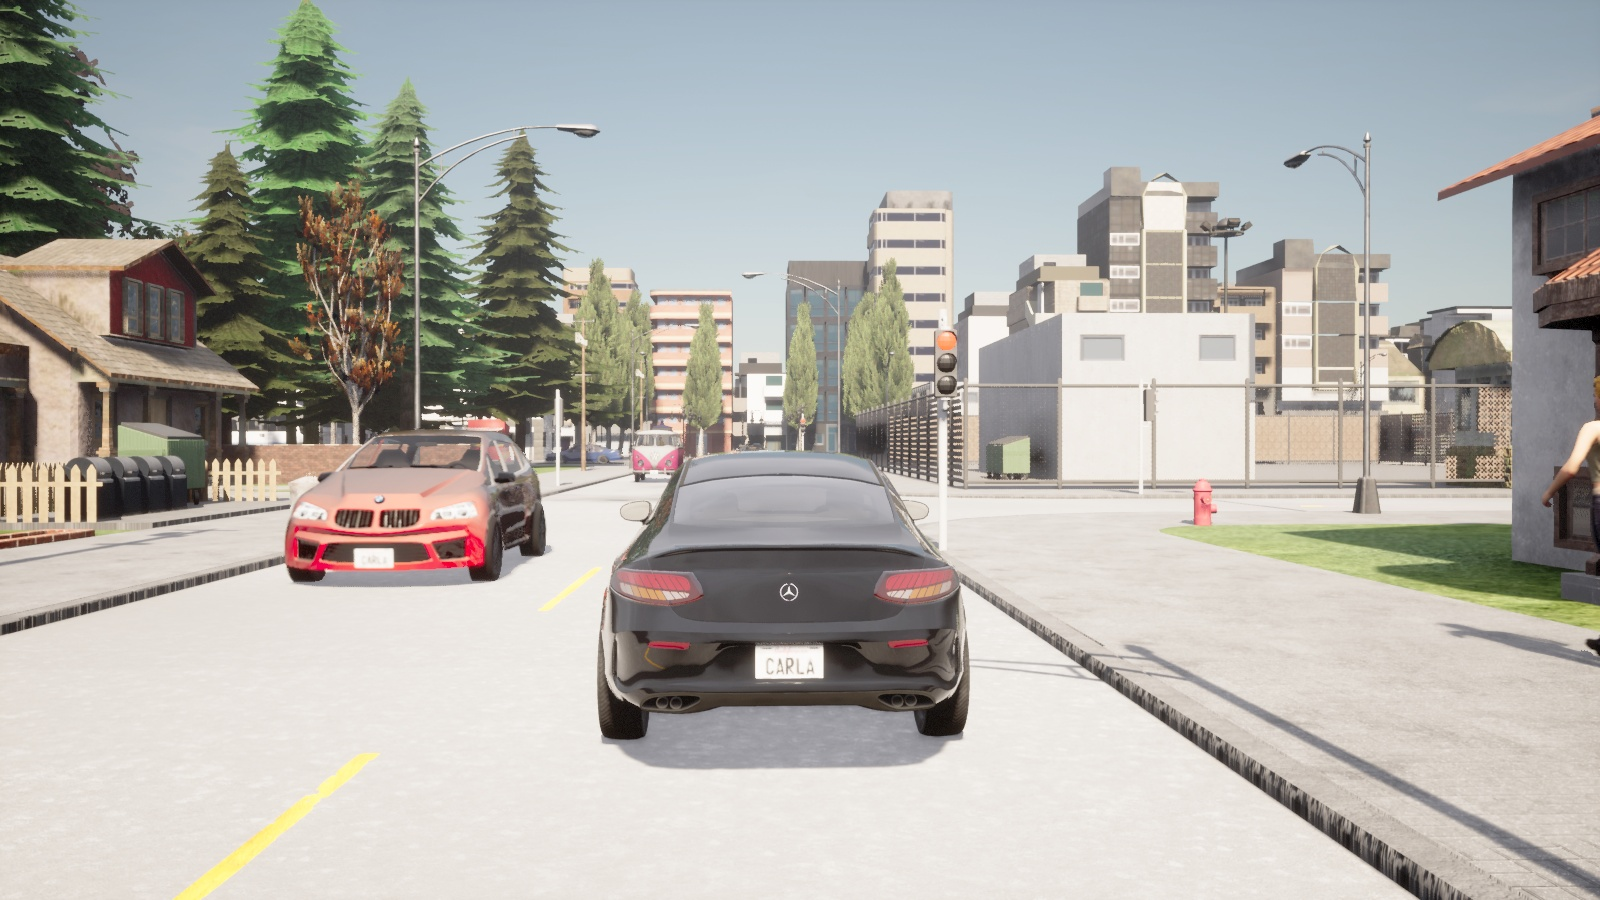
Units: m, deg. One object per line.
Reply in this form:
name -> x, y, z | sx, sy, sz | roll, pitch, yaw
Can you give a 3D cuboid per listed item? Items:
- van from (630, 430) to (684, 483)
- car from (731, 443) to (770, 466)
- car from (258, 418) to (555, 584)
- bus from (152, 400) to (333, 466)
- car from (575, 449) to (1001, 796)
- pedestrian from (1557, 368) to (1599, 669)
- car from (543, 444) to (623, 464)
van -> -5.522, 0.218, 49.039 | 1.775, 1.987, 4.442 | 0, 0, -2
car -> -3.306, 0.288, 83.207 | 1.816, 1.474, 4.193 | 0, 0, -14
car -> -4.413, 0.503, 14.970 | 2.242, 1.667, 4.611 | 0, 0, -2
bus -> -36.825, -1.130, 83.327 | 10.273, 4.253, 3.944 | 0, 0, -2
car -> -0.142, 0.729, 7.674 | 1.812, 1.442, 4.674 | 0, 0, -2
pedestrian -> 5.055, 0.416, 7.778 | 0.345, 1.836, 0.594 | 0, 0, -2
car -> -15.183, 0.284, 88.122 | 5.357, 1.411, 2.033 | 0, 0, -3
